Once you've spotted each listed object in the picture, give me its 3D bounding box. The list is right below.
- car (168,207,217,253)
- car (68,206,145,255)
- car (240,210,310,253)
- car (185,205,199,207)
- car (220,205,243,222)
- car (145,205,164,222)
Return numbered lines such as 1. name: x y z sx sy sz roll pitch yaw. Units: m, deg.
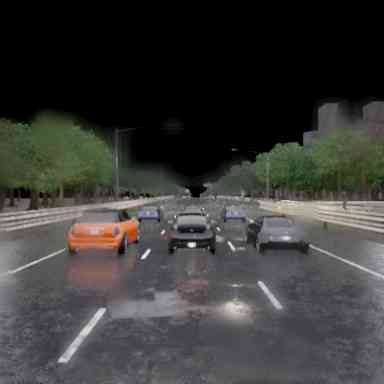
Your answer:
1. car: 0.003 1.644 14.290 1.837 1.490 4.892 0 0 0
2. car: -3.497 1.484 14.082 2.097 1.767 4.553 0 -1 0
3. car: 3.505 1.701 14.348 1.994 1.385 4.181 0 0 0
4. car: 0.004 1.835 29.294 1.994 1.385 4.181 0 0 0
5. car: 3.500 1.816 28.996 2.033 1.411 5.357 0 0 0
6. car: -3.501 1.816 28.997 2.033 1.411 5.357 0 0 0
